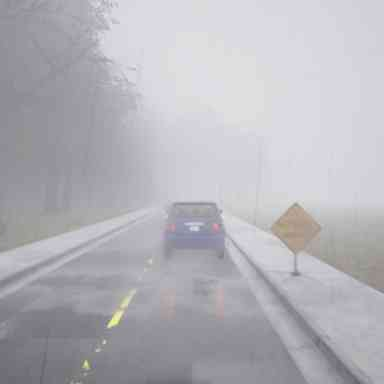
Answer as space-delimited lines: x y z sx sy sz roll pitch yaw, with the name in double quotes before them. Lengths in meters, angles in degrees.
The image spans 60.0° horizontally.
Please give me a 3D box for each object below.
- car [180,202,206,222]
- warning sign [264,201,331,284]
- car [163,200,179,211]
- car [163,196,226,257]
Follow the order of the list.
"car" 0.107 1.676 29.459 2.128 1.511 4.902 0 0 0
"warning sign" 2.524 1.167 8.130 1.300 1.860 1.060 0 0 0
"car" -2.805 1.847 45.262 1.994 1.385 4.181 0 0 0
"car" 0.093 1.304 13.388 2.150 2.045 5.566 0 -1 0
